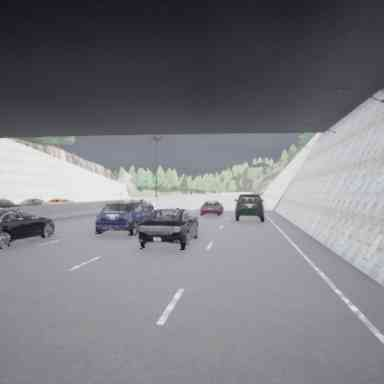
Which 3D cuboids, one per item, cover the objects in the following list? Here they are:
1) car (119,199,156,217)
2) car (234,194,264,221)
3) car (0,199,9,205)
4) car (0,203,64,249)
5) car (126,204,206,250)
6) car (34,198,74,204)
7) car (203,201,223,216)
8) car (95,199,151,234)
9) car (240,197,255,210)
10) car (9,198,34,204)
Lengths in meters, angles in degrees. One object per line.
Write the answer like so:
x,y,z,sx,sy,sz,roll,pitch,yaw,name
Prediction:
-5.162,1.458,32.269,2.128,1.511,4.902,0,0,9,car
4.672,1.196,27.156,2.150,2.045,5.566,0,0,9,car
-22.182,1.480,37.914,1.812,1.442,4.674,0,0,9,car
-7.928,1.474,14.439,2.128,1.511,4.902,0,0,9,car
-0.862,1.477,14.329,2.128,1.511,4.902,0,0,9,car
-15.172,1.435,37.488,1.882,1.535,5.008,0,0,9,car
2.009,1.534,32.834,1.994,1.385,4.181,0,0,9,car
-3.689,1.332,18.918,2.097,1.767,4.553,0,0,9,car
7.096,1.441,42.820,1.882,1.535,5.008,0,0,9,car
-18.540,1.481,38.556,1.812,1.442,4.674,0,0,9,car
